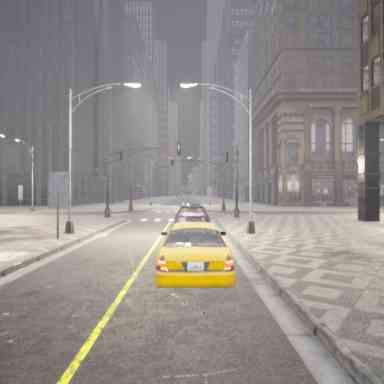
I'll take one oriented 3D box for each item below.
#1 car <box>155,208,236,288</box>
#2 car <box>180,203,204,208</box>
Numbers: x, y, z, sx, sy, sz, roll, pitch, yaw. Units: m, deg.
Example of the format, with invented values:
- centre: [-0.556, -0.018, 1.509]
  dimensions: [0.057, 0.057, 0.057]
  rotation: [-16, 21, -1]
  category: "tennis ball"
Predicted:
- centre: [0.051, 1.461, 9.192]
  dimensions: [1.801, 1.575, 5.366]
  rotation: [0, 0, -1]
  category: "car"
- centre: [-0.008, 1.449, 19.334]
  dimensions: [2.033, 1.649, 4.856]
  rotation: [0, 0, -1]
  category: "car"
